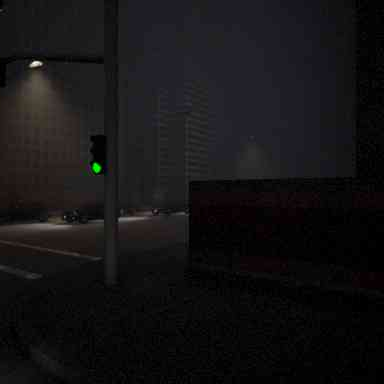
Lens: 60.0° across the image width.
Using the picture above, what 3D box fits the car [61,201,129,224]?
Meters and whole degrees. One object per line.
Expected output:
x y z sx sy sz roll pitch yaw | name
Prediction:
-7.437 1.505 25.146 1.837 1.490 4.892 0 0 36 | car

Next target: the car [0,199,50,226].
-12.699 1.352 23.818 2.097 1.767 4.553 0 0 36 | car

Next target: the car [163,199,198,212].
-1.359 1.564 39.496 1.994 1.385 4.181 0 0 36 | car

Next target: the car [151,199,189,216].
-1.936 1.491 32.742 2.128 1.511 4.902 0 0 36 | car

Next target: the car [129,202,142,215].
-7.159 1.547 31.503 2.033 1.411 5.357 0 0 36 | car
